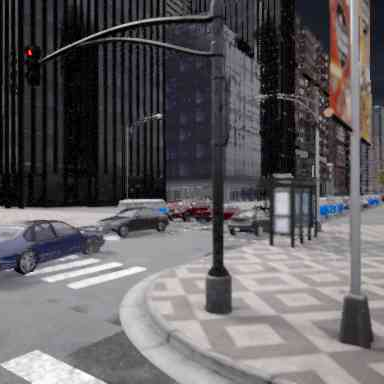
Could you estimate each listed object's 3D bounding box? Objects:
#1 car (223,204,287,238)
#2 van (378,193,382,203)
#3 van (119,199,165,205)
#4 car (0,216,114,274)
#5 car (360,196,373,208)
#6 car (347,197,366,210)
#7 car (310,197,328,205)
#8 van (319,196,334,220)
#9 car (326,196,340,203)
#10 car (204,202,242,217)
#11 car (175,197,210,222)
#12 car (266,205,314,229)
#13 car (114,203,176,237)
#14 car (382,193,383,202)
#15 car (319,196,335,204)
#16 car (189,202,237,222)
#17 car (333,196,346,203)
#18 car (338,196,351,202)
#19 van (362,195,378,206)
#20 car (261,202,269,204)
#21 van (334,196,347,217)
[{"bbox_3d":[3.472,1.596,18.061,2.008,1.369,4.403,0,0,35],"label":"car"},{"bbox_3d":[29.829,1.376,55.051,1.690,1.788,3.998,0,0,35],"label":"van"},{"bbox_3d":[-3.472,1.415,23.007,1.690,1.788,3.998,0,0,35],"label":"van"},{"bbox_3d":[-5.004,1.611,10.875,2.033,1.411,5.357,0,0,19],"label":"car"},{"bbox_3d":[23.240,1.616,45.803,1.802,1.307,4.206,0,0,35],"label":"car"},{"bbox_3d":[19.945,1.616,41.179,1.802,1.307,4.206,0,0,35],"label":"car"},{"bbox_3d":[22.886,1.614,59.996,2.008,1.369,4.403,0,0,35],"label":"car"},{"bbox_3d":[10.061,1.379,27.309,1.690,1.788,3.998,0,0,35],"label":"van"},{"bbox_3d":[29.376,1.589,69.105,1.752,1.417,4.829,0,0,35],"label":"car"},{"bbox_3d":[3.118,1.648,32.254,1.802,1.307,4.206,0,0,35],"label":"car"},{"bbox_3d":[-0.177,1.385,27.630,2.192,1.841,5.009,0,0,35],"label":"car"},{"bbox_3d":[6.767,1.623,22.685,1.802,1.307,4.206,0,0,35],"label":"car"},{"bbox_3d":[-3.233,1.593,18.749,1.812,1.442,4.674,0,0,37],"label":"car"},{"bbox_3d":[43.008,1.351,73.546,2.192,1.841,5.009,0,0,35],"label":"car"},{"bbox_3d":[26.180,1.503,64.620,1.967,1.590,4.097,0,0,35],"label":"car"},{"bbox_3d":[2.112,1.661,26.257,1.895,1.301,4.718,0,0,35],"label":"car"},{"bbox_3d":[32.770,1.630,73.867,1.947,1.339,4.313,0,0,35],"label":"car"},{"bbox_3d":[35.965,1.589,78.351,1.752,1.417,4.829,0,0,35],"label":"car"},{"bbox_3d":[26.534,1.375,50.428,1.690,1.788,3.998,0,0,35],"label":"van"},{"bbox_3d":[7.896,1.656,34.361,1.895,1.301,4.718,0,0,36],"label":"car"},{"bbox_3d":[13.355,1.376,31.932,1.690,1.788,3.998,0,0,35],"label":"van"}]
